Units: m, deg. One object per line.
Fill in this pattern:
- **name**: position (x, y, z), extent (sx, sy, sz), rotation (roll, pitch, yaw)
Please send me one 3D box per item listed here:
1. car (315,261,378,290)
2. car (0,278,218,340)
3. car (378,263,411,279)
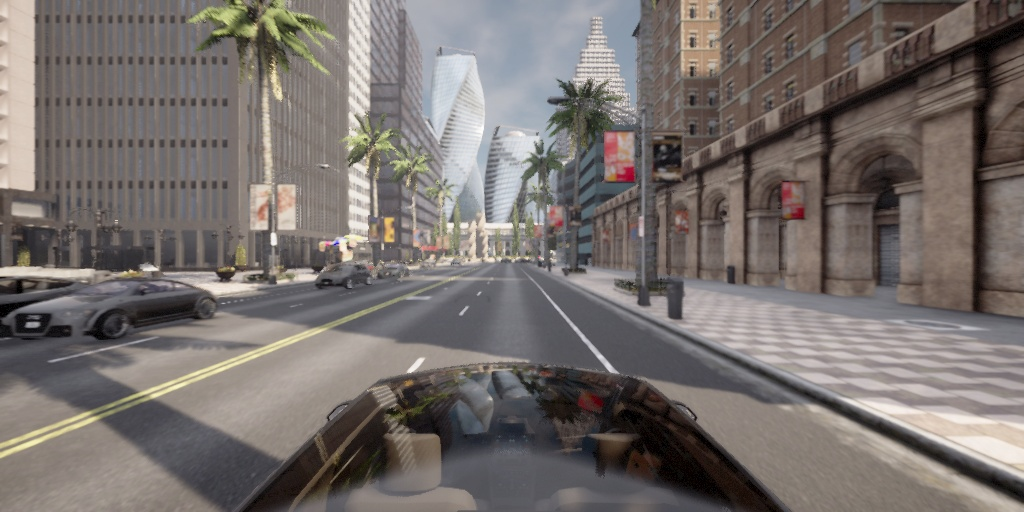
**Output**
- **car**: position (-10.581, 1.269, 22.907), extent (1.837, 1.490, 4.892), rotation (0, 0, 0)
- **car**: position (-10.503, 1.324, 9.848), extent (1.994, 1.385, 4.181), rotation (0, 0, 0)
- **car**: position (-10.549, 1.334, 32.266), extent (1.994, 1.385, 4.181), rotation (0, 0, -1)
